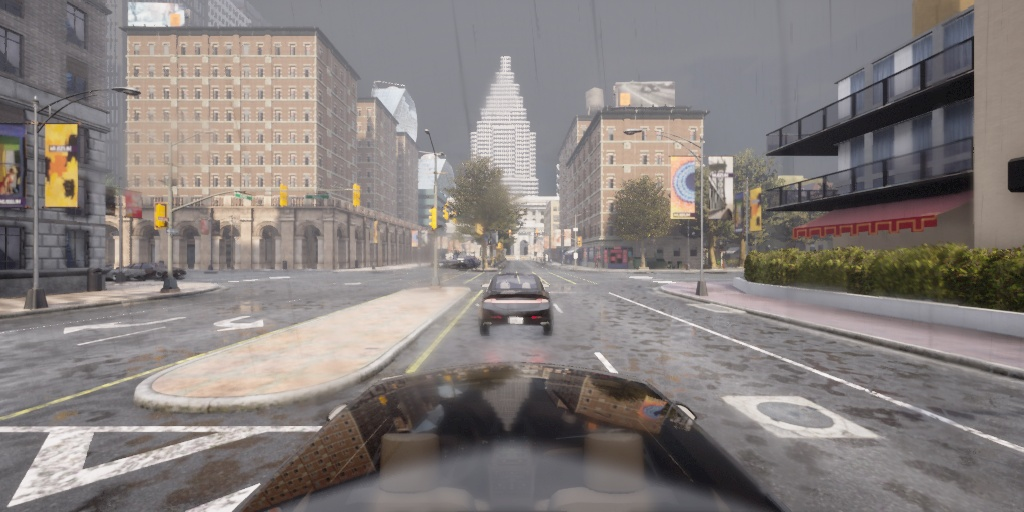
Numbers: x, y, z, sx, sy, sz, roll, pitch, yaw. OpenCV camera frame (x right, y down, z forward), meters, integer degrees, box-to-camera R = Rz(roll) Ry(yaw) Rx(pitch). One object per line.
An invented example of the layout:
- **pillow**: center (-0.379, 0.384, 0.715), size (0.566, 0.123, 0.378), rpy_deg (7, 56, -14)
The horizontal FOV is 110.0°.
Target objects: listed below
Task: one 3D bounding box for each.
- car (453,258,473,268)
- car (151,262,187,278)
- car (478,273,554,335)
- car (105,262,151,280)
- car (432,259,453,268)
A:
- **car**: center (-8.025, 1.354, 59.159), size (1.895, 1.301, 4.718), rpy_deg (0, 0, 0)
- **car**: center (-33.849, 1.299, 33.592), size (5.357, 1.411, 2.033), rpy_deg (0, 0, 0)
- **car**: center (0.105, 1.242, 10.474), size (2.128, 1.511, 4.902), rpy_deg (0, 0, 0)
- **car**: center (-33.826, 1.352, 30.093), size (4.718, 1.301, 1.895), rpy_deg (0, 0, 0)
- **car**: center (-11.515, 1.245, 60.606), size (2.128, 1.511, 4.902), rpy_deg (0, 0, 0)
